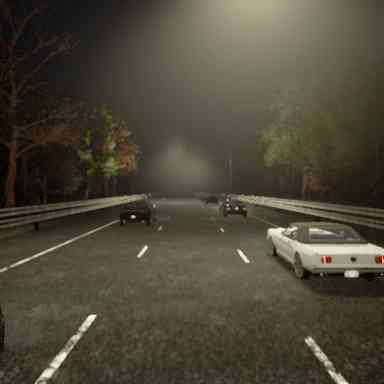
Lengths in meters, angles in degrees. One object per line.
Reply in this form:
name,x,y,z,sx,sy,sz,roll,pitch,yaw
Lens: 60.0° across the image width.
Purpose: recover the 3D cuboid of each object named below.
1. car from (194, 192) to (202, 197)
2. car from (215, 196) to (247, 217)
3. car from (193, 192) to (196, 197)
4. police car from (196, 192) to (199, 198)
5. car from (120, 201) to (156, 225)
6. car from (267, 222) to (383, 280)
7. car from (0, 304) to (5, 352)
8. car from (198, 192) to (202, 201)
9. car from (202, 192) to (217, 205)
car,1.725,0.713,94.829,1.882,1.535,5.008,0,0,-2
car,3.430,1.330,28.332,2.033,1.411,5.357,0,0,-1
car,2.110,0.822,83.799,2.128,1.511,4.902,0,0,-2
police car,2.444,0.846,72.876,1.930,1.638,5.238,0,0,-2
car,-3.512,1.308,22.271,1.882,1.535,5.008,0,0,0
car,3.575,1.526,9.670,1.895,1.301,4.718,0,0,0
car,-3.408,1.334,2.355,2.097,1.767,4.553,0,0,0
car,2.739,1.077,61.734,1.994,1.385,4.181,0,0,-1
car,2.984,1.082,50.699,1.882,1.535,5.008,0,0,-1
